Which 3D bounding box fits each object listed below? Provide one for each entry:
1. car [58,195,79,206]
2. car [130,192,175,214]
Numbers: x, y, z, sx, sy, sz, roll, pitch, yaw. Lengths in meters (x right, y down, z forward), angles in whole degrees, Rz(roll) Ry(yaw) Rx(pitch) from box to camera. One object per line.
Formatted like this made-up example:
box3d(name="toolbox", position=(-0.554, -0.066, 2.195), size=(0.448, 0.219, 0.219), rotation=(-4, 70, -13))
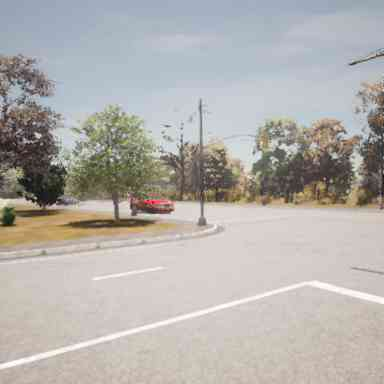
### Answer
box3d(name="car", position=(-18.813, 1.178, 50.774), size=(2.097, 1.767, 4.553), rotation=(-1, 0, -39))
box3d(name="car", position=(-3.928, 1.102, 32.252), size=(2.150, 2.045, 5.566), rotation=(-1, 3, -39))
